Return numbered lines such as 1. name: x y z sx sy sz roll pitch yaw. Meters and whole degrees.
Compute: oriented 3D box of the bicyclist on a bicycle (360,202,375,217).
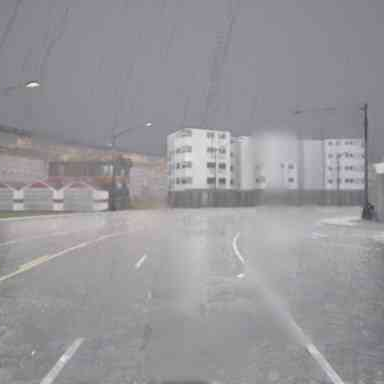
1. bicyclist on a bicycle: 17.513 1.665 33.128 0.582 1.620 1.656 0 -1 -34
